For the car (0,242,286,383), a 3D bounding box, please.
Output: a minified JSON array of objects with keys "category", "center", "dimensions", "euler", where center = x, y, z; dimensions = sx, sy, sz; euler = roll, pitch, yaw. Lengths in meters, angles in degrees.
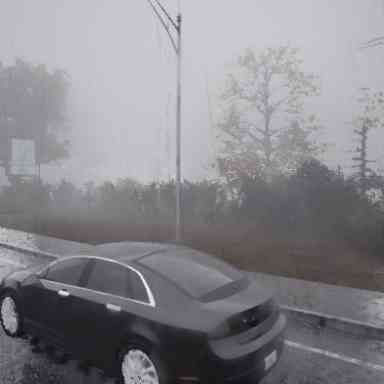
[{"category":"car","center":[-1.098,1.520,4.975],"dimensions":[4.892,1.490,1.837],"euler":[0,0,37]}]
